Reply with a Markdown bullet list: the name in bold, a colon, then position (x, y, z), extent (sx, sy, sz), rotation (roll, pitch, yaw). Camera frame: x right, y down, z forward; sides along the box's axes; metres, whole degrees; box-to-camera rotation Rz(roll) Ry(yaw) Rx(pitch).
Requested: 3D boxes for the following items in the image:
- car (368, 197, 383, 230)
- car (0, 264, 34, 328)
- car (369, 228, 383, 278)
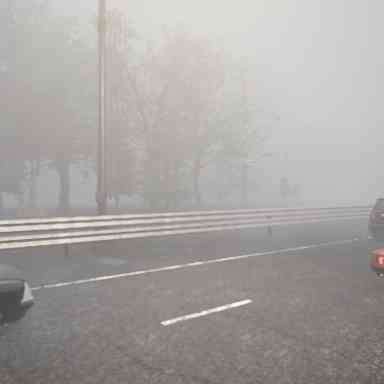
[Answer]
- **car**: position (10.294, 1.210, 15.115), extent (5.566, 2.045, 2.150), rotation (0, 0, -34)
- **car**: position (-4.840, 1.598, 4.577), extent (4.718, 1.301, 1.895), rotation (0, 0, -36)
- **car**: position (6.543, 1.594, 8.302), extent (4.718, 1.301, 1.895), rotation (0, 0, -35)
